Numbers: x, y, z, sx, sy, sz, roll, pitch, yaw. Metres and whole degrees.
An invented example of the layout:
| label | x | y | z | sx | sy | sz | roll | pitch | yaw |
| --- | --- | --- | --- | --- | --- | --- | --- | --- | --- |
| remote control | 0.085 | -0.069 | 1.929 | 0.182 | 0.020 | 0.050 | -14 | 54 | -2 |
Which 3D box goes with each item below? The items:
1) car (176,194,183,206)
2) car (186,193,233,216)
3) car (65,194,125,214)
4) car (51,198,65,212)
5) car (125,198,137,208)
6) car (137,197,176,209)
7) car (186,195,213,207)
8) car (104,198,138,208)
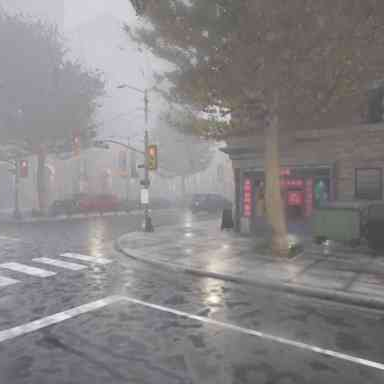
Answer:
| label | x | y | z | sx | sy | sz | roll | pitch | yaw |
| --- | --- | --- | --- | --- | --- | --- | --- | --- | --- |
| car | -0.919 | 1.221 | 55.329 | 2.150 | 2.045 | 5.566 | 0 | 0 | 36 |
| car | 2.040 | 1.221 | 33.467 | 2.150 | 2.045 | 5.566 | 0 | 0 | 36 |
| car | -10.422 | 1.221 | 36.201 | 2.150 | 2.045 | 5.566 | 0 | 0 | 36 |
| car | -13.261 | 1.221 | 38.247 | 2.150 | 2.045 | 5.566 | 0 | 0 | 36 |
| car | -7.165 | 1.491 | 46.690 | 2.128 | 1.511 | 4.902 | 0 | 0 | 36 |
| car | -4.677 | 1.526 | 44.158 | 1.812 | 1.442 | 4.674 | 0 | 0 | 36 |
| car | 1.266 | 1.352 | 52.373 | 2.097 | 1.767 | 4.553 | 0 | 0 | 36 |
| car | -10.186 | 1.595 | 47.892 | 1.895 | 1.301 | 4.718 | 0 | 0 | 36 |
